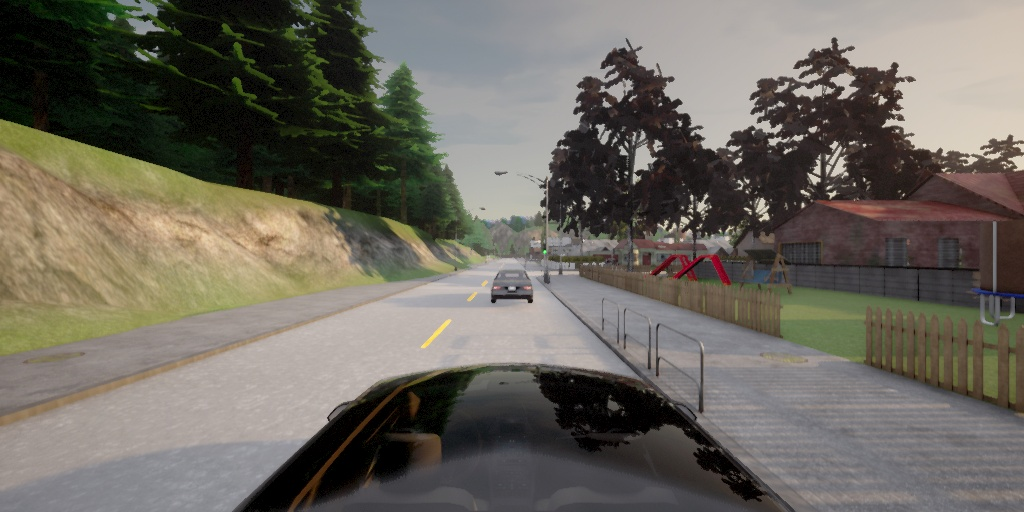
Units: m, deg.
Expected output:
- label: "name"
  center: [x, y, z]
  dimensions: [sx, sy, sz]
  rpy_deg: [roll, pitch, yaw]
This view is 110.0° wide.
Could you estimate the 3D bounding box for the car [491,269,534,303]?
- label: "car"
  center: [0.000, 1.310, 16.500]
  dimensions: [2.033, 1.411, 5.357]
  rpy_deg: [0, 0, 0]
